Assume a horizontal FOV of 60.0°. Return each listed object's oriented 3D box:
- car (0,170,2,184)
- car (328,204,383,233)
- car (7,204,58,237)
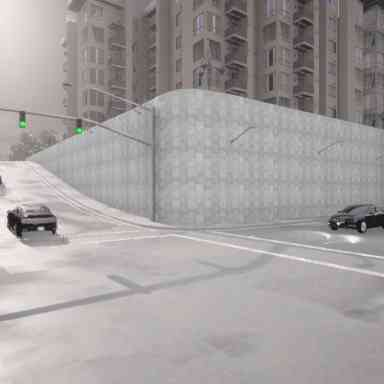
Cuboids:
[{"bbox_3d":[-22.672,-2.054,37.328,2.097,1.767,4.553,0,12,-36],"label":"car"},{"bbox_3d":[10.056,1.505,19.773,4.892,1.490,1.837,0,0,-36],"label":"car"},{"bbox_3d":[-8.594,1.403,17.744,2.128,1.511,4.902,0,2,-36],"label":"car"}]
